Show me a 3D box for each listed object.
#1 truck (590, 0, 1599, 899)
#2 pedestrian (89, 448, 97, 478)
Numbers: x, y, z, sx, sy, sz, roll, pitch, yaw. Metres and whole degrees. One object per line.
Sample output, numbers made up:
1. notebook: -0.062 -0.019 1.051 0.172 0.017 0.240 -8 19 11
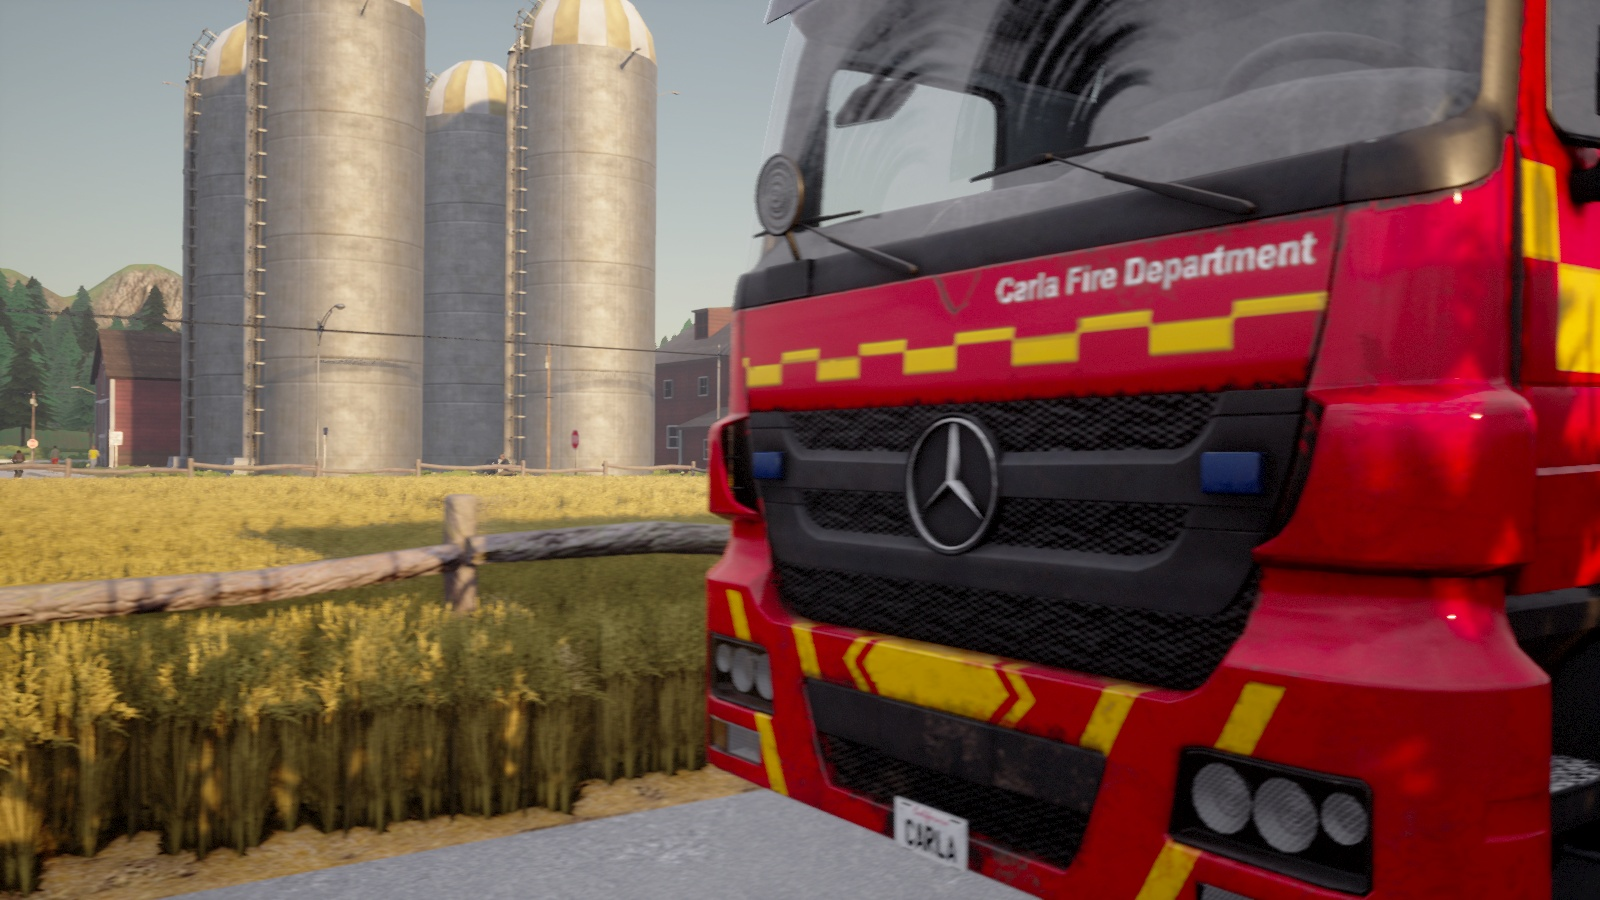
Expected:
1. truck: 3.567 -0.416 5.655 8.468 3.827 2.891 0 0 -35
2. pedestrian: -43.480 0.773 77.189 0.354 1.836 0.706 0 0 -35
